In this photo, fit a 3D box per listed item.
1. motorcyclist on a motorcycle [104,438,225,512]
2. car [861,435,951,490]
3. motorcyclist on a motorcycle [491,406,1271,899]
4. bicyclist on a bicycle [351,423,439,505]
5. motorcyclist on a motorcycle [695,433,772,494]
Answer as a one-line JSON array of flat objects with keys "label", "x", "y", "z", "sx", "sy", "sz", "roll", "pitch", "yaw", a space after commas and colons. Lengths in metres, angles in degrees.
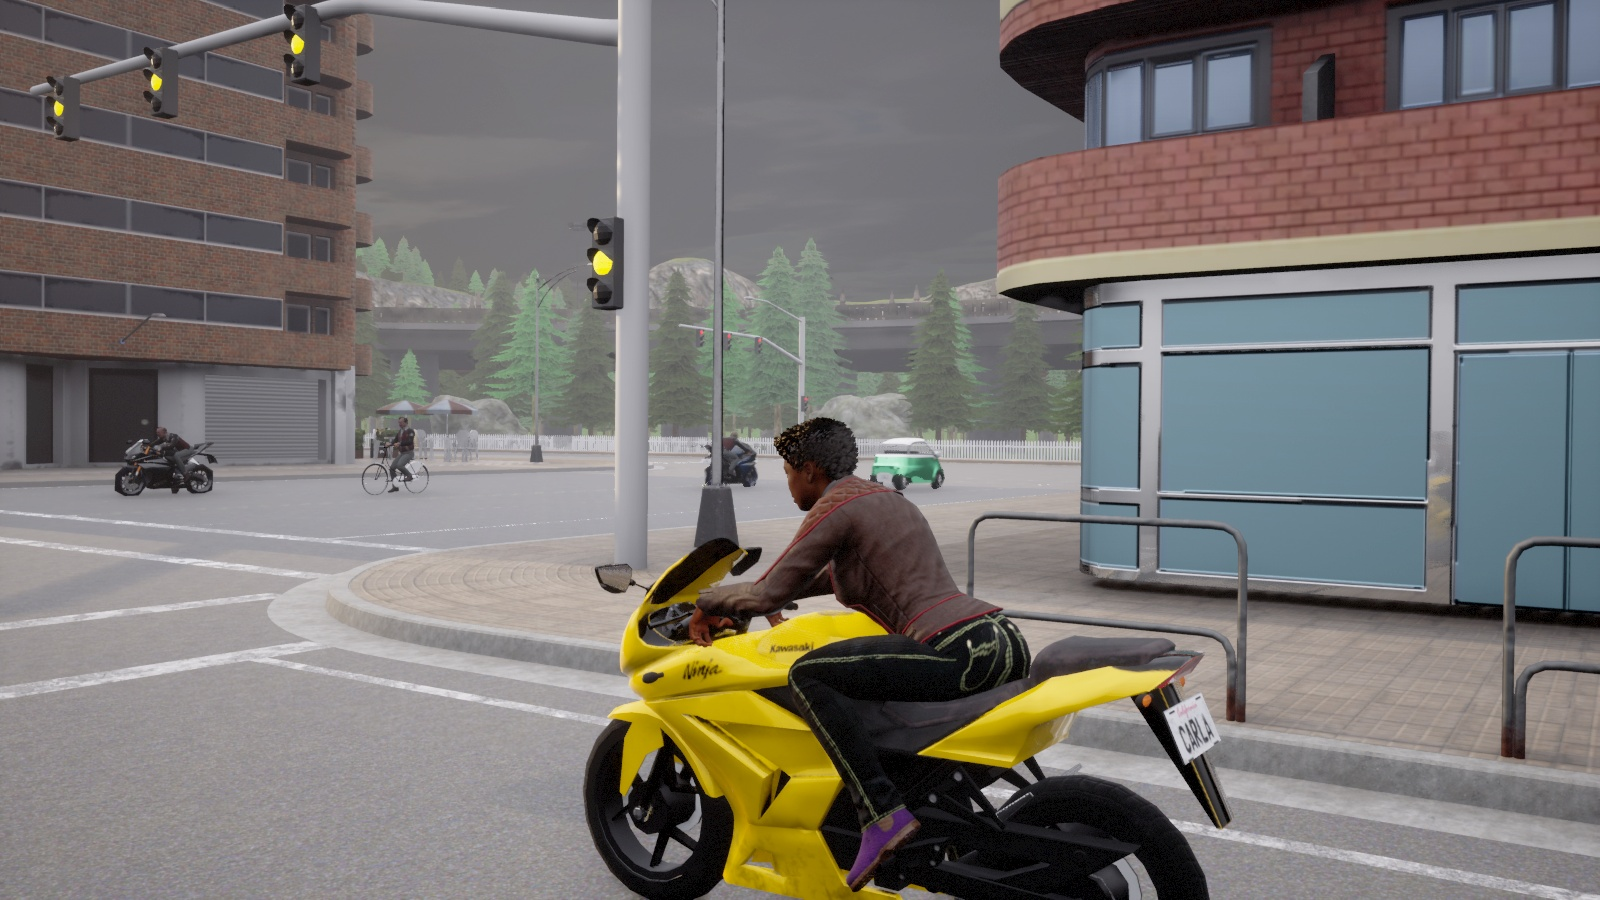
[{"label": "motorcyclist on a motorcycle", "x": -13.873, "y": 0.517, "z": 27.482, "sx": 0.866, "sy": 1.530, "sz": 2.191, "roll": 0, "pitch": 1, "yaw": 34}, {"label": "car", "x": 2.850, "y": 0.302, "z": 33.541, "sx": 1.481, "sy": 1.376, "sz": 2.207, "roll": 0, "pitch": 1, "yaw": 34}, {"label": "motorcyclist on a motorcycle", "x": 0.158, "y": 0.664, "z": 3.519, "sx": 2.044, "sy": 1.523, "sz": 0.797, "roll": 0, "pitch": 1, "yaw": 34}, {"label": "bicyclist on a bicycle", "x": -9.107, "y": 0.298, "z": 28.300, "sx": 0.659, "sy": 1.776, "sz": 1.843, "roll": 0, "pitch": 1, "yaw": 34}, {"label": "motorcyclist on a motorcycle", "x": -1.726, "y": 0.331, "z": 33.006, "sx": 0.866, "sy": 1.530, "sz": 2.191, "roll": 0, "pitch": 1, "yaw": 34}]
